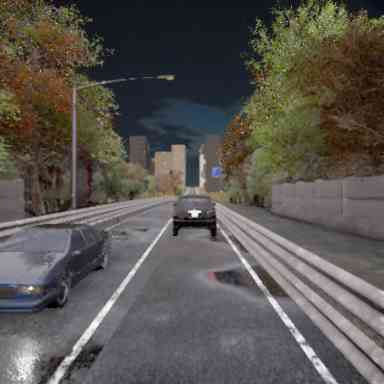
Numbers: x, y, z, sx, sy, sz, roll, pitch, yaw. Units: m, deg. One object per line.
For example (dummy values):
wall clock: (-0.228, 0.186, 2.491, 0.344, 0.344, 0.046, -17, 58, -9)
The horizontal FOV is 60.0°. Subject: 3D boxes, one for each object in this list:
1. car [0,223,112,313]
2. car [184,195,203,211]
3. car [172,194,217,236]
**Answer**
car: (-3.338, 1.491, 7.987, 2.033, 1.411, 5.357, 0, 0, 0)
car: (0.167, 1.228, 39.184, 2.097, 1.767, 4.553, 0, 0, 0)
car: (0.129, 1.116, 17.871, 2.150, 2.045, 5.566, 0, 1, 0)
